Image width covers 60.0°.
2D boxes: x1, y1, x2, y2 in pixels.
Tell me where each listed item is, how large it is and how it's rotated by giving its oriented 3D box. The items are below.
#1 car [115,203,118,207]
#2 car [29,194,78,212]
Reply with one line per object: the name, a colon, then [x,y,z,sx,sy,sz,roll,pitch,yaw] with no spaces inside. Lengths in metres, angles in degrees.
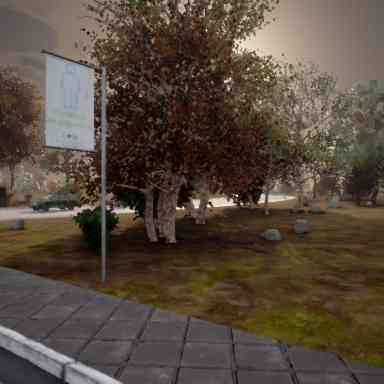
car: [-9.959,1.460,48.439,1.837,1.490,4.892,0,0,37]
car: [-16.524,1.213,39.984,2.150,2.045,5.566,0,0,38]
